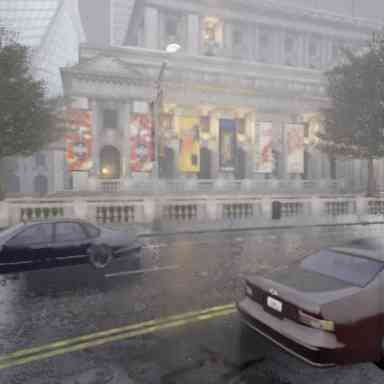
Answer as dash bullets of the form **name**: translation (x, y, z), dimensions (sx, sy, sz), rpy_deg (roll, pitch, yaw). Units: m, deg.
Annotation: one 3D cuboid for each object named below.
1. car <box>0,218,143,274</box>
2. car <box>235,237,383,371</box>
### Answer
- **car**: translation (-4.111, 1.460, 9.300), dimensions (5.357, 1.411, 2.033), rpy_deg (-1, 1, -31)
- **car**: translation (3.350, 1.466, 5.325), dimensions (5.357, 1.411, 2.033), rpy_deg (-1, 1, -24)
